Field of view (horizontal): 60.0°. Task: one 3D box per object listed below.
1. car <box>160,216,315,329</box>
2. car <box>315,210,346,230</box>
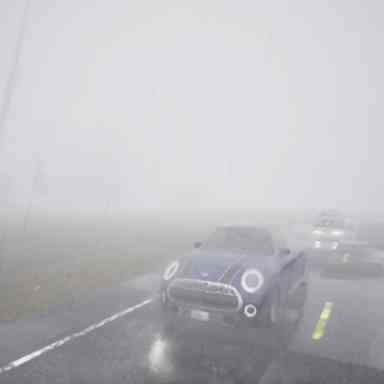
[{"bbox_3d":[1.219,1.496,7.511,2.097,1.767,4.553,0,-1,29],"label":"car"},{"bbox_3d":[10.374,2.054,24.948,1.994,1.385,4.181,0,-1,28],"label":"car"}]
